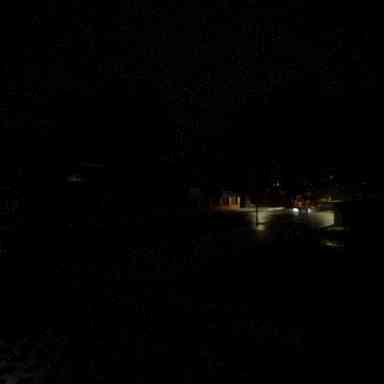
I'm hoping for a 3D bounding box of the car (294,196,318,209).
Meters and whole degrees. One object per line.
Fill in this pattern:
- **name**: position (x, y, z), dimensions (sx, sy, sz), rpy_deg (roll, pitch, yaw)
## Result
- **car**: position (15.695, 1.309, 45.708), dimensions (2.097, 1.767, 4.553), rpy_deg (0, 0, 36)
